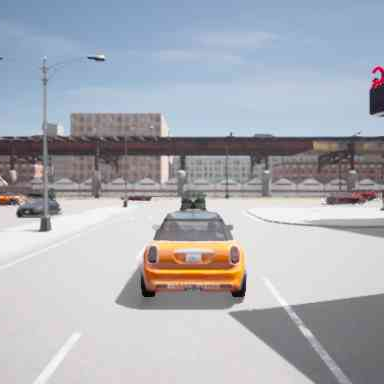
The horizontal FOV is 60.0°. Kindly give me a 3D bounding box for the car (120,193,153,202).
[{"bbox_3d":[-8.315,0.844,49.689,4.718,1.301,1.895,0,1,0],"label":"car"}]

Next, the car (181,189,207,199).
[{"bbox_3d":[0.145,0.769,30.384,2.150,2.045,5.566,0,1,1],"label":"car"}]

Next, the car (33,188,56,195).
[{"bbox_3d":[-24.699,0.376,53.296,5.566,2.045,2.150,0,1,0],"label":"car"}]

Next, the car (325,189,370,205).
[{"bbox_3d":[19.501,0.763,42.255,4.553,1.767,2.097,0,1,0],"label":"car"}]

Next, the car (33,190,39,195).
[{"bbox_3d":[-22.653,0.844,42.616,4.674,1.442,1.812,0,1,1],"label":"car"}]

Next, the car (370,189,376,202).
[{"bbox_3d":[26.493,0.480,53.435,5.566,2.045,2.150,0,0,-1],"label":"car"}]

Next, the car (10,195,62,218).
[{"bbox_3d":[-11.518,1.163,25.240,1.994,1.385,4.181,0,1,0],"label":"car"}]

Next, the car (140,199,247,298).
[{"bbox_3d":[0.026,1.225,8.380,2.097,1.767,4.553,0,1,0],"label":"car"}]

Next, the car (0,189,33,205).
[{"bbox_3d":[-21.751,0.724,39.093,4.553,1.767,2.097,0,1,1],"label":"car"}]
